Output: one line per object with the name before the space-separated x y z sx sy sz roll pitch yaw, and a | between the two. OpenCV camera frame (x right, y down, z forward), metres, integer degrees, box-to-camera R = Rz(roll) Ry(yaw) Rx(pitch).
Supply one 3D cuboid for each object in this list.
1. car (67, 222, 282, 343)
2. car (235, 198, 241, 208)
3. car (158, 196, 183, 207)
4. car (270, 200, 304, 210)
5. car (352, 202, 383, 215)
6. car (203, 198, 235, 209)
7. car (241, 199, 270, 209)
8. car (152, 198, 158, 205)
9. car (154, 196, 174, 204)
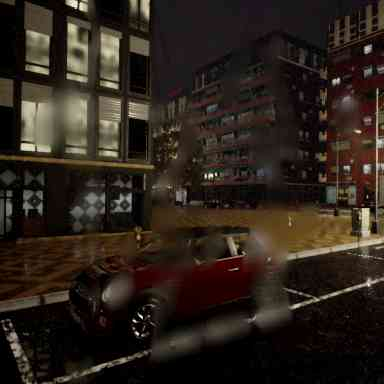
car | -0.202 1.441 6.394 4.097 1.590 1.967 0 1 -35
car | 6.895 1.729 55.261 1.967 1.590 4.097 1 -1 -35
car | -3.225 1.735 55.074 1.887 1.381 4.507 1 -1 -35
car | 13.426 1.809 45.988 1.802 1.307 4.206 1 -1 -35
car | 19.959 1.733 36.718 1.947 1.339 4.313 1 -1 -35
car | 3.307 1.680 45.803 2.008 1.369 4.403 1 -1 -35
car | 10.161 1.803 50.625 1.887 1.381 4.507 1 -1 -35
car | -6.491 1.766 59.710 1.887 1.381 4.507 1 -1 -35
car | -6.168 1.727 73.806 2.192 1.841 5.009 1 -1 -35
